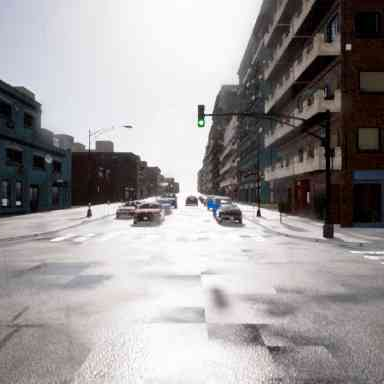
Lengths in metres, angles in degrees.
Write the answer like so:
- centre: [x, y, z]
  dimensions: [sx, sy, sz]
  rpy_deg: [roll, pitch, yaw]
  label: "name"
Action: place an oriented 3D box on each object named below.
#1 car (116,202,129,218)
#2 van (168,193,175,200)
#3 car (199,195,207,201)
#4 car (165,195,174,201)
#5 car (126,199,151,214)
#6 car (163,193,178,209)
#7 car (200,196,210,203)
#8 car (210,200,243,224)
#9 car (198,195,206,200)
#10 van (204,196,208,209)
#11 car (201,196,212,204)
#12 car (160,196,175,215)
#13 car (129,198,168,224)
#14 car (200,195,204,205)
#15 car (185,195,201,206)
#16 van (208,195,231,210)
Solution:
- centre: [-5.691, 1.576, 30.171]
  dimensions: [1.802, 1.307, 4.206]
  rpy_deg: [1, 0, 0]
  label: "car"
- centre: [-5.707, 1.269, 91.554]
  dimensions: [1.690, 1.788, 3.998]
  rpy_deg: [1, 0, 0]
  label: "van"
- centre: [2.674, 1.490, 80.438]
  dimensions: [1.887, 1.381, 4.507]
  rpy_deg: [1, 0, 0]
  label: "car"
- centre: [-5.709, 1.503, 85.974]
  dimensions: [1.947, 1.339, 4.313]
  rpy_deg: [1, 0, 0]
  label: "car"
- centre: [-5.692, 1.537, 35.752]
  dimensions: [1.887, 1.381, 4.507]
  rpy_deg: [1, 0, 0]
  label: "car"
- centre: [-3.101, 1.206, 45.278]
  dimensions: [2.150, 2.045, 5.566]
  rpy_deg: [0, 0, 0]
  label: "car"
- centre: [2.677, 1.528, 69.276]
  dimensions: [1.947, 1.339, 4.313]
  rpy_deg: [1, 0, 0]
  label: "car"
- centre: [2.692, 1.548, 24.630]
  dimensions: [2.008, 1.369, 4.403]
  rpy_deg: [1, 0, 0]
  label: "car"
- centre: [2.670, 1.479, 91.599]
  dimensions: [2.008, 1.369, 4.403]
  rpy_deg: [1, 0, 0]
  label: "car"
- centre: [2.690, 1.330, 41.372]
  dimensions: [1.690, 1.788, 3.998]
  rpy_deg: [1, 0, 0]
  label: "van"
- centre: [2.679, 1.535, 63.695]
  dimensions: [1.947, 1.339, 4.313]
  rpy_deg: [1, 0, 0]
  label: "car"
- centre: [-3.099, 1.470, 34.595]
  dimensions: [1.882, 1.535, 5.008]
  rpy_deg: [0, 0, 0]
  label: "car"
- centre: [-3.098, 1.474, 24.682]
  dimensions: [1.882, 1.535, 5.008]
  rpy_deg: [0, 0, 0]
  label: "car"
- centre: [2.683, 1.506, 52.703]
  dimensions: [1.752, 1.417, 4.829]
  rpy_deg: [1, 0, 0]
  label: "car"
- centre: [-0.020, 1.331, 54.500]
  dimensions: [2.097, 1.767, 4.553]
  rpy_deg: [0, 0, 0]
  label: "car"
- centre: [2.693, 1.335, 30.210]
  dimensions: [1.690, 1.788, 3.998]
  rpy_deg: [1, 0, 0]
  label: "van"
